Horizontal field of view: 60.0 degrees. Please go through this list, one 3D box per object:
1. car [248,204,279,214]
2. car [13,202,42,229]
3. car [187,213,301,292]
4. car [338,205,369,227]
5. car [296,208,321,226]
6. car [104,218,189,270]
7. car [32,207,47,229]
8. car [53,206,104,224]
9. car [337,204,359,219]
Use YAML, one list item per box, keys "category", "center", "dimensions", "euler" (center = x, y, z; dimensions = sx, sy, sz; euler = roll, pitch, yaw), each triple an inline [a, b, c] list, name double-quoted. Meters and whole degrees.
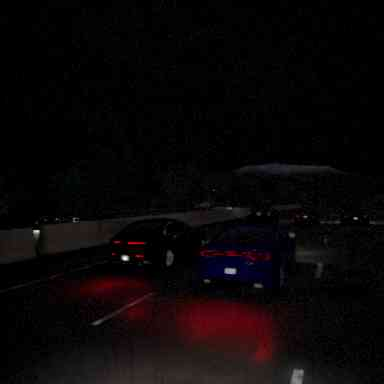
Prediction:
- category: "car"
  center: [6.213, 1.871, 28.675]
  dimensions: [2.097, 1.767, 4.553]
  euler: [-1, -2, 23]
- category: "car"
  center: [-13.735, 1.823, 27.068]
  dimensions: [2.150, 2.045, 5.566]
  euler: [-1, -1, 23]
- category: "car"
  center: [1.808, 1.600, 9.511]
  dimensions: [1.882, 1.535, 5.008]
  euler: [-1, -1, 23]
- category: "car"
  center: [13.058, 1.998, 26.851]
  dimensions: [1.994, 1.385, 4.181]
  euler: [-1, -2, 23]
- category: "car"
  center: [9.751, 2.031, 28.037]
  dimensions: [2.033, 1.411, 5.357]
  euler: [-1, -2, 23]
- category: "car"
  center: [-0.985, 1.693, 11.878]
  dimensions: [1.837, 1.490, 4.892]
  euler: [-1, -1, 23]
- category: "car"
  center: [-10.443, 2.114, 25.851]
  dimensions: [1.994, 1.385, 4.181]
  euler: [-1, -1, 23]
- category: "car"
  center: [-7.563, 1.833, 23.692]
  dimensions: [2.097, 1.767, 4.553]
  euler: [-1, -1, 23]
- category: "car"
  center: [18.409, 2.259, 39.356]
  dimensions: [2.128, 1.511, 4.902]
  euler: [-1, -2, 23]
